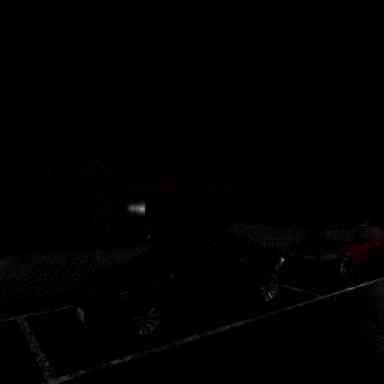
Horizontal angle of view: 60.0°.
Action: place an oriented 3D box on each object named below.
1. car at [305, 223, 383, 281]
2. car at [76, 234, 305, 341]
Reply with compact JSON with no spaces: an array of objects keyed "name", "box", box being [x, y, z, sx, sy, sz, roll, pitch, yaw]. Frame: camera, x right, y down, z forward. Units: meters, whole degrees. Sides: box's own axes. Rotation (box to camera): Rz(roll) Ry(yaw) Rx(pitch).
[{"name":"car","box":[4.486,1.582,9.731,4.206,1.307,1.802,0,0,-35]},{"name":"car","box":[0.005,1.566,6.539,4.313,1.339,1.947,0,0,-35]}]
